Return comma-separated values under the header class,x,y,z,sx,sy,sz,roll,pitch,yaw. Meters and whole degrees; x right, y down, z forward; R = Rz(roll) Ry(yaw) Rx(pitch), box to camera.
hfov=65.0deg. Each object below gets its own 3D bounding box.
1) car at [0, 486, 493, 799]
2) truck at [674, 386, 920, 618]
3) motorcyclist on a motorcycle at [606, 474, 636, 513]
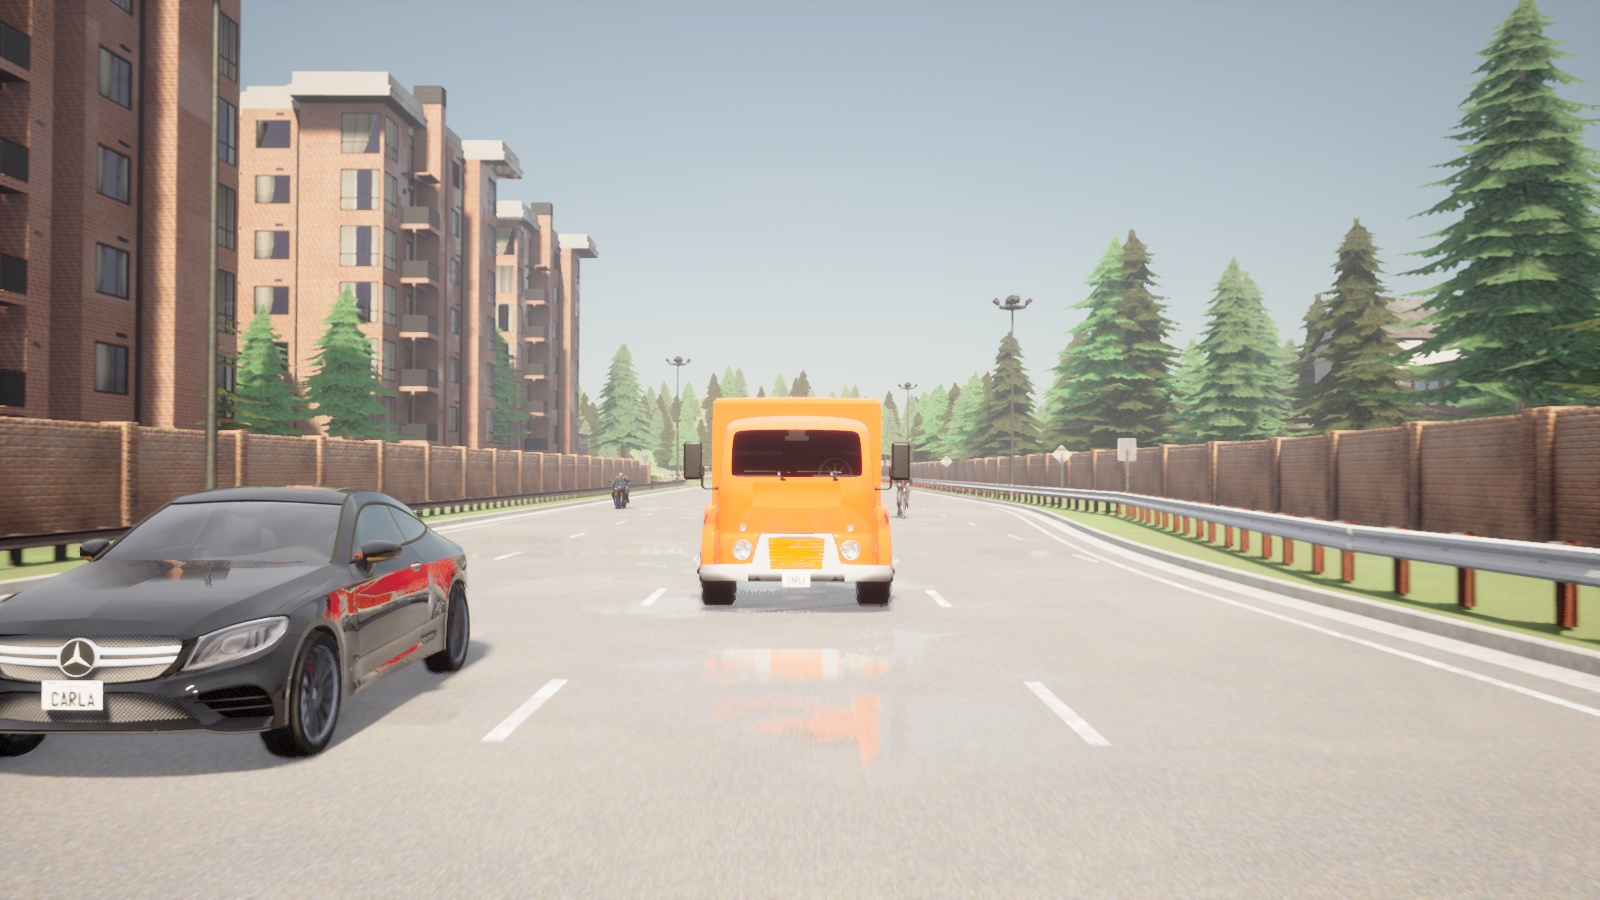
class,x,y,z,sx,sy,sz,roll,pitch,yaw
car,-3.514,0.995,8.391,1.812,1.442,4.674,0,-1,0
truck,-0.041,0.596,16.047,2.627,2.467,5.204,0,-1,0
motorcyclist on a motorcycle,-7.122,1.716,50.091,0.866,1.530,2.191,0,-1,0
